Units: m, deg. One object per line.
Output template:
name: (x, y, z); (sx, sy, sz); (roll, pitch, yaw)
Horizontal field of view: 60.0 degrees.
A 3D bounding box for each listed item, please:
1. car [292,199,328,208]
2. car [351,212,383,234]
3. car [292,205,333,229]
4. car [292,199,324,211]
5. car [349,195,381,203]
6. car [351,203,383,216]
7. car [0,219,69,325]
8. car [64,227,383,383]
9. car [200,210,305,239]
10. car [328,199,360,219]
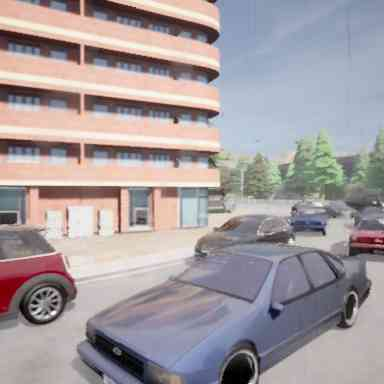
car: (9.917, 1.622, 29.071); (2.128, 1.511, 4.902); (0, 0, 8)
car: (7.229, 1.648, 12.617); (1.895, 1.301, 4.718); (0, 0, 33)
car: (6.961, 1.687, 19.351); (1.895, 1.301, 4.718); (0, 0, 25)
car: (15.514, 1.724, 44.750); (1.812, 1.442, 4.674); (0, 0, -14)
car: (20.108, 1.378, 39.878); (2.150, 2.045, 5.566); (0, 0, -7)
car: (11.745, 1.644, 21.380); (1.994, 1.385, 4.181); (0, 0, 19)
car: (-4.397, 1.401, 5.492); (4.553, 1.767, 2.097); (0, 0, -39)
car: (1.083, 1.576, 5.254); (5.357, 1.411, 2.033); (0, 0, -44)
car: (2.031, 1.565, 11.510); (1.837, 1.490, 4.892); (0, 0, 38)
car: (13.626, 1.654, 31.140); (1.812, 1.442, 4.674); (0, 0, 5)
